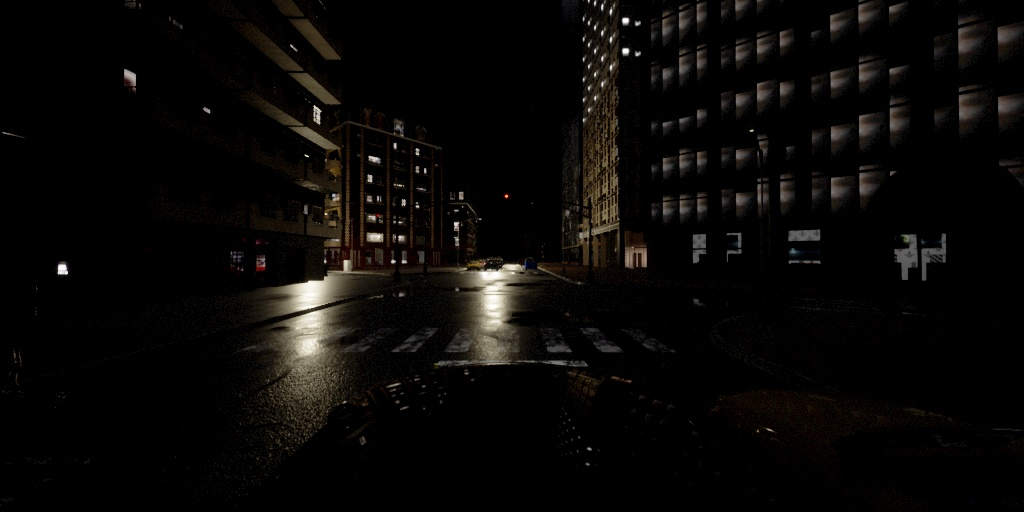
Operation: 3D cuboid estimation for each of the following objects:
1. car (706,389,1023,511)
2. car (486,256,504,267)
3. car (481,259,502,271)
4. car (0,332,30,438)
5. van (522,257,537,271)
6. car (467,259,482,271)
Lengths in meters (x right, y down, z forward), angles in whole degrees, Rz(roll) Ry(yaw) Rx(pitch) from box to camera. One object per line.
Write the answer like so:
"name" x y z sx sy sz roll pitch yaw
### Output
"car" 2.563 1.275 1.244 1.751 1.417 4.829 0 0 0
"car" -2.779 1.037 59.153 2.150 2.045 5.566 0 0 0
"car" -2.800 1.395 49.229 1.895 1.301 4.718 0 0 0
"car" -5.318 1.065 1.076 2.192 1.841 5.009 0 0 0
"van" 2.614 1.136 50.067 1.690 1.789 3.998 0 0 0
"car" -5.267 1.321 49.906 1.751 1.417 4.829 0 0 0
